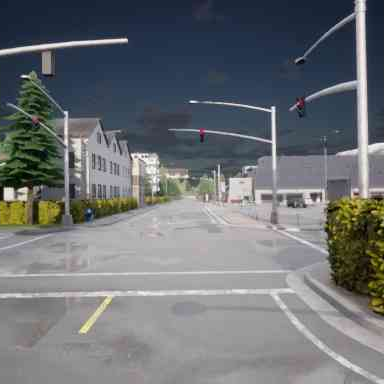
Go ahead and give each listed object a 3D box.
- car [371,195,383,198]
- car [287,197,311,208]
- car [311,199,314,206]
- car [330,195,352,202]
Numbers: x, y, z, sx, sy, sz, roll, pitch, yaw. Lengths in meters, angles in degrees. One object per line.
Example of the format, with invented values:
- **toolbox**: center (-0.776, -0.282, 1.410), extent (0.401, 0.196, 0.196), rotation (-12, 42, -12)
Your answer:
- **car**: center (19.112, 1.183, 31.306), extent (1.905, 1.878, 3.866), rotation (-1, -1, 0)
- **car**: center (15.416, 1.629, 49.172), extent (2.007, 1.523, 4.514), rotation (-1, -1, 0)
- **car**: center (19.059, 1.573, 56.231), extent (1.970, 1.475, 3.806), rotation (-1, -1, 0)
- **car**: center (25.474, 1.398, 56.573), extent (2.152, 1.636, 5.027), rotation (-1, -1, 0)
